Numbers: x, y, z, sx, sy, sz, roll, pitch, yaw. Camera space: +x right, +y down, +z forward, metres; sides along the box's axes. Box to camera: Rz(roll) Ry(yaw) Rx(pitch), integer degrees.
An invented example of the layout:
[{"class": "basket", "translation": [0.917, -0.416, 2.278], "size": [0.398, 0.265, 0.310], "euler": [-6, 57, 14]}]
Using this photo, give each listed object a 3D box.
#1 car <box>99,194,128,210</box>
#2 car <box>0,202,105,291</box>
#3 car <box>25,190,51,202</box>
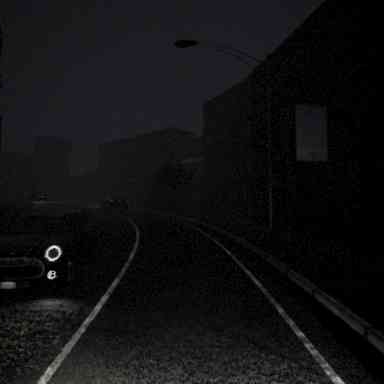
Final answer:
[{"class": "car", "translation": [-8.848, 0.994, 37.290], "size": [2.097, 1.767, 4.553], "euler": [2, 0, -32]}, {"class": "car", "translation": [-3.978, 1.338, 9.155], "size": [2.097, 1.767, 4.553], "euler": [0, 0, -4]}, {"class": "car", "translation": [-21.385, 0.499, 46.148], "size": [4.892, 1.490, 1.837], "euler": [3, -1, 40]}]
